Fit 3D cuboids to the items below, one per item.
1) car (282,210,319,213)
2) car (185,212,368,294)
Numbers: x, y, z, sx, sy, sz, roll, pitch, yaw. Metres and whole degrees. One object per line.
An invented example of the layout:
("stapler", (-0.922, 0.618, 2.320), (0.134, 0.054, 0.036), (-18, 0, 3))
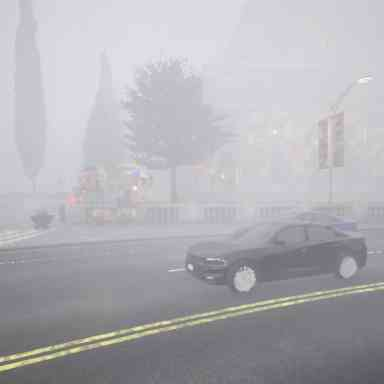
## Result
("car", (4.160, 1.477, 13.232), (5.008, 1.535, 1.882), (0, 0, -19))
("car", (2.269, 1.477, 8.734), (5.008, 1.535, 1.882), (0, 0, -23))
